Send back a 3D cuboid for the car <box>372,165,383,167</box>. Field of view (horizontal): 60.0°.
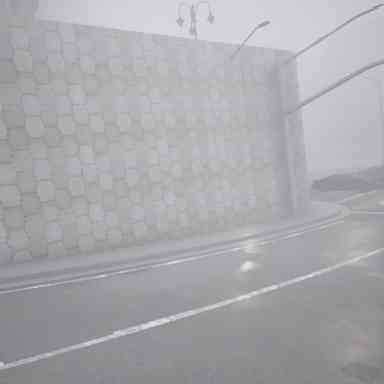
[{"bbox_3d":[15.198,-1.362,25.722,1.837,1.490,4.892,-12,7,-38],"label":"car"}]

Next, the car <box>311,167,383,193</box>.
[{"bbox_3d":[11.561,-0.731,24.593,2.033,1.411,5.357,-11,7,-35],"label":"car"}]
